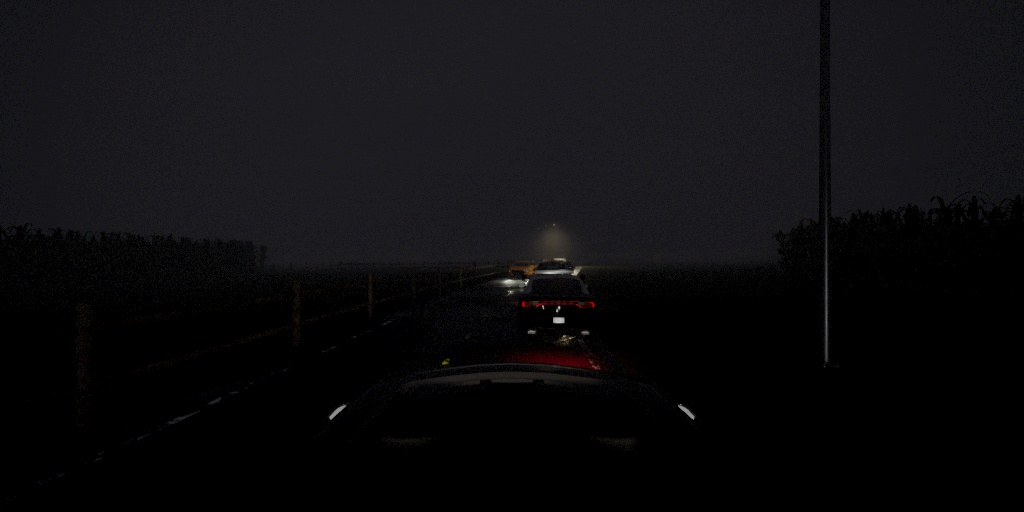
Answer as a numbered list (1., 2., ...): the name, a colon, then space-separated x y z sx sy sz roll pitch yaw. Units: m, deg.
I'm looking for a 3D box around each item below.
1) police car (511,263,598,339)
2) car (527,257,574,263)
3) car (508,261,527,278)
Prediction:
1. police car: 1.197 1.173 10.268 1.930 1.638 5.238 0 0 4
2. car: 2.257 1.089 19.917 2.097 1.767 4.553 0 0 8
3. car: 0.987 1.202 32.974 1.882 1.535 5.008 0 0 12
